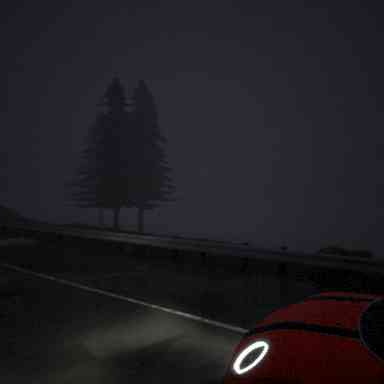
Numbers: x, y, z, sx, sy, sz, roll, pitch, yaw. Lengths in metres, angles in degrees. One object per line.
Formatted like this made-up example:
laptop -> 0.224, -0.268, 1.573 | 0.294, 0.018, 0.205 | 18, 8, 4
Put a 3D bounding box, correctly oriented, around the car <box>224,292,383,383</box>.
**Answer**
car -> 2.465, 1.351, 2.301 | 4.553, 1.767, 2.097 | 0, 0, 35
